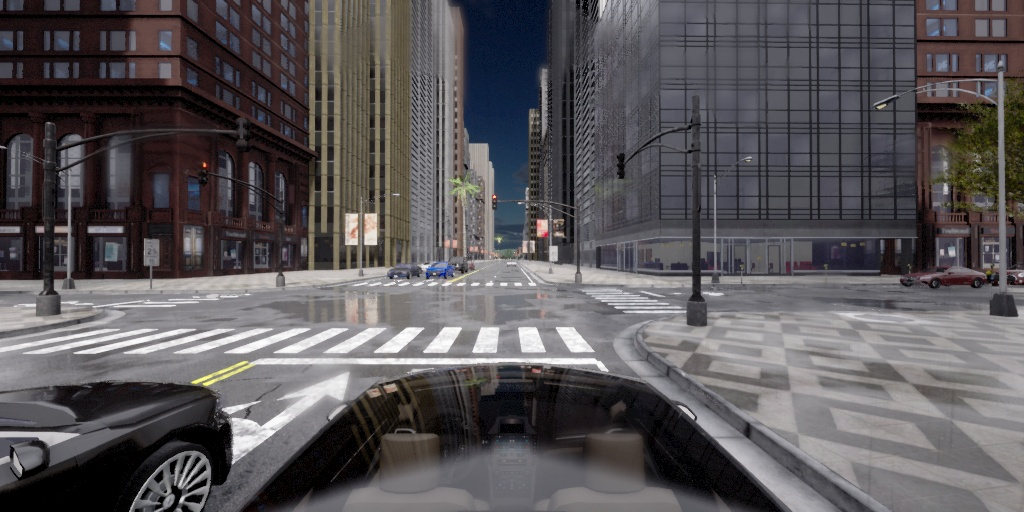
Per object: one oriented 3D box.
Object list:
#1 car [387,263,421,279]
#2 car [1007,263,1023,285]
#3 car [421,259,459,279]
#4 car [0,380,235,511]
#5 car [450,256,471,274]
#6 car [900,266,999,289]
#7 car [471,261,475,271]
[{"bbox_3d":[-9.863,1.361,33.518,2.033,1.411,5.357,0,0,3],"label":"car"},{"bbox_3d":[32.073,1.117,22.090,4.097,1.591,1.967,0,0,-1],"label":"car"},{"bbox_3d":[-6.643,1.291,33.548,1.882,1.535,5.008,0,0,2],"label":"car"},{"bbox_3d":[-3.138,1.241,0.908,2.128,1.511,4.902,0,0,-1],"label":"car"},{"bbox_3d":[-6.659,1.067,43.656,2.150,2.045,5.566,0,0,0],"label":"car"},{"bbox_3d":[26.435,1.275,21.994,4.207,1.307,1.802,0,0,-1],"label":"car"},{"bbox_3d":[-6.657,1.411,53.946,1.812,1.442,4.674,0,0,0],"label":"car"}]
